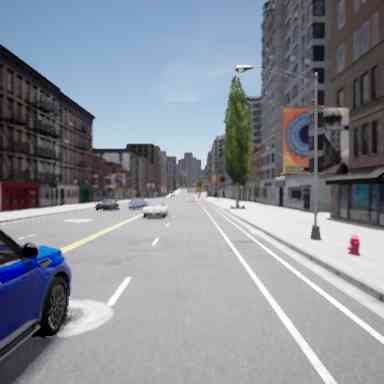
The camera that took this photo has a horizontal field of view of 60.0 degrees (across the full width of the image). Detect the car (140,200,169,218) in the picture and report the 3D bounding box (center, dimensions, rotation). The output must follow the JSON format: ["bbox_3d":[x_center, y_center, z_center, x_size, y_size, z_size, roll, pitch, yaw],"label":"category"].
[{"bbox_3d":[-3.146,1.550,29.683,1.895,1.301,4.718,0,0,0],"label":"car"}]

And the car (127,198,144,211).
[{"bbox_3d":[-6.582,1.480,40.673,1.812,1.442,4.674,0,0,0],"label":"car"}]

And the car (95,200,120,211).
[{"bbox_3d":[-9.835,1.554,38.866,1.895,1.301,4.718,0,0,0],"label":"car"}]

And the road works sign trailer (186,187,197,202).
[{"bbox_3d":[0.036,0.603,80.084,2.380,3.560,2.880,0,0,3],"label":"road works sign trailer"}]

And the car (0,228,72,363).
[{"bbox_3d":[-3.149,1.210,3.426,2.150,2.045,5.566,0,0,0],"label":"car"}]
